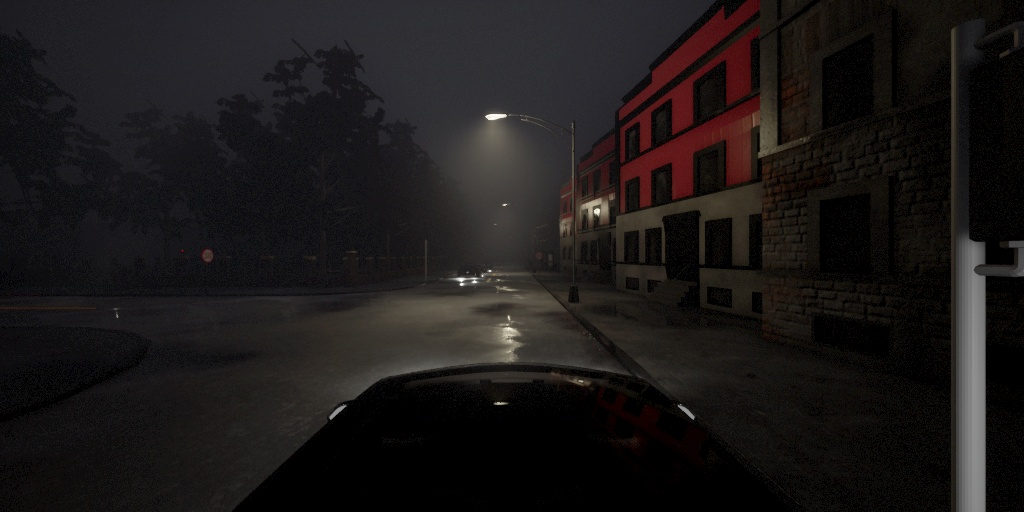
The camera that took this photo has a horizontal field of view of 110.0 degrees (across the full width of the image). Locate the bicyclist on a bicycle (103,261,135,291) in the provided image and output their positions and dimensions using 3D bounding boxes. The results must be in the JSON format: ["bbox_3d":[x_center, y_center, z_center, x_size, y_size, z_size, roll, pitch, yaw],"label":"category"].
[{"bbox_3d":[-21.814,1.099,19.925,0.582,1.620,1.656,0,0,0],"label":"bicyclist on a bicycle"}]

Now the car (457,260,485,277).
[{"bbox_3d":[-4.036,1.314,34.647,1.994,1.385,4.181,0,0,0],"label":"car"}]

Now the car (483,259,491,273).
[{"bbox_3d":[-4.017,1.297,43.939,2.033,1.411,5.357,0,0,0],"label":"car"}]

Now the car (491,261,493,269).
[{"bbox_3d":[-3.971,1.227,54.351,1.882,1.535,5.008,0,0,0],"label":"car"}]
